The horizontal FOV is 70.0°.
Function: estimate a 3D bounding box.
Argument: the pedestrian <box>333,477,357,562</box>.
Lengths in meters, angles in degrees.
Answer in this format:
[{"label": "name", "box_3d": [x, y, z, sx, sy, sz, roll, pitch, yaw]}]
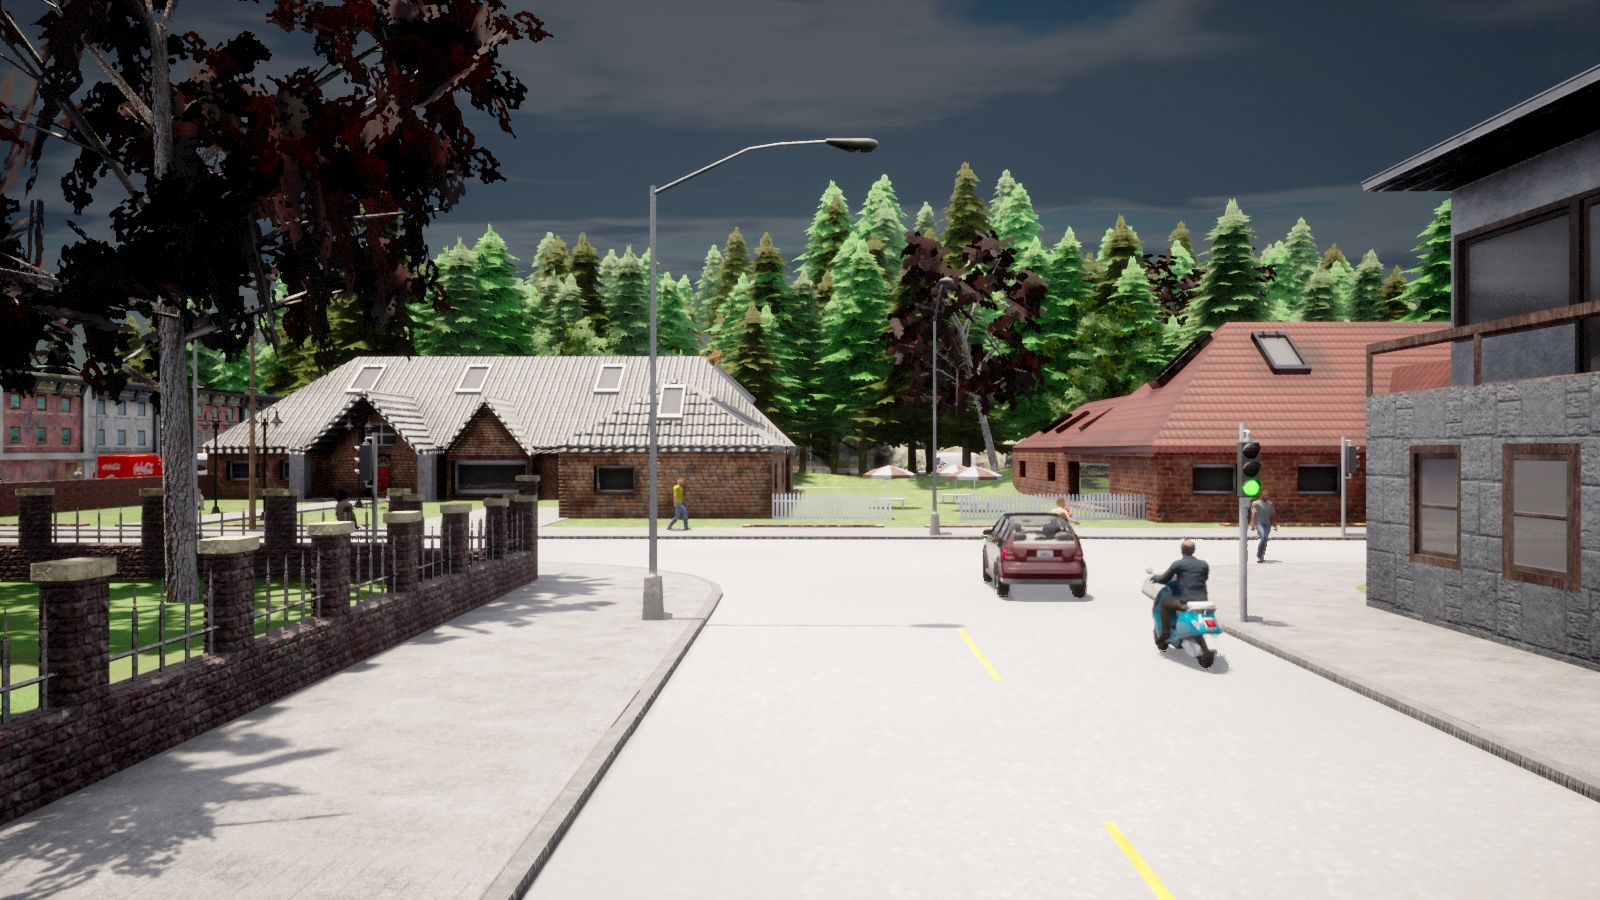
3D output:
[{"label": "pedestrian", "box_3d": [-10.022, 1.523, 25.162, 0.375, 1.860, 0.375, 0, 0, 4]}]

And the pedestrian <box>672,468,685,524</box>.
[{"label": "pedestrian", "box_3d": [-4.051, 1.524, 38.044, 0.375, 1.860, 0.375, 0, 0, 2]}]

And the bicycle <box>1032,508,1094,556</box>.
[{"label": "bicycle", "box_3d": [6.569, 2.036, 28.500, 0.859, 1.080, 1.487, 0, 0, 44]}]

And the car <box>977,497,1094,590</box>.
[{"label": "car", "box_3d": [4.647, 1.806, 23.021, 1.789, 1.549, 3.705, 0, 0, 3]}]

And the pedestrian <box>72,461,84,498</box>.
[{"label": "pedestrian", "box_3d": [-37.248, 1.524, 58.928, 0.375, 1.860, 0.375, 0, 0, 14]}]

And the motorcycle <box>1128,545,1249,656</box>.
[{"label": "motorcycle", "box_3d": [5.127, 1.962, 15.209, 0.856, 1.236, 1.805, 0, 0, -6]}]

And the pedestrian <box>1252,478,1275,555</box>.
[{"label": "pedestrian", "box_3d": [11.345, 1.629, 27.968, 0.375, 1.860, 0.375, 0, 0, -5]}]
